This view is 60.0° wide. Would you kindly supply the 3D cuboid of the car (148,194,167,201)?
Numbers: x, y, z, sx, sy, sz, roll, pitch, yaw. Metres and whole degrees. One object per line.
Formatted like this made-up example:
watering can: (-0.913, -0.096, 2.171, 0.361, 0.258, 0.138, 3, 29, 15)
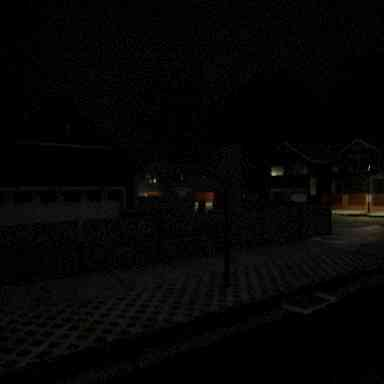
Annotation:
car: (-3.988, 1.007, 40.262, 1.882, 1.535, 5.008, -1, 1, -35)
